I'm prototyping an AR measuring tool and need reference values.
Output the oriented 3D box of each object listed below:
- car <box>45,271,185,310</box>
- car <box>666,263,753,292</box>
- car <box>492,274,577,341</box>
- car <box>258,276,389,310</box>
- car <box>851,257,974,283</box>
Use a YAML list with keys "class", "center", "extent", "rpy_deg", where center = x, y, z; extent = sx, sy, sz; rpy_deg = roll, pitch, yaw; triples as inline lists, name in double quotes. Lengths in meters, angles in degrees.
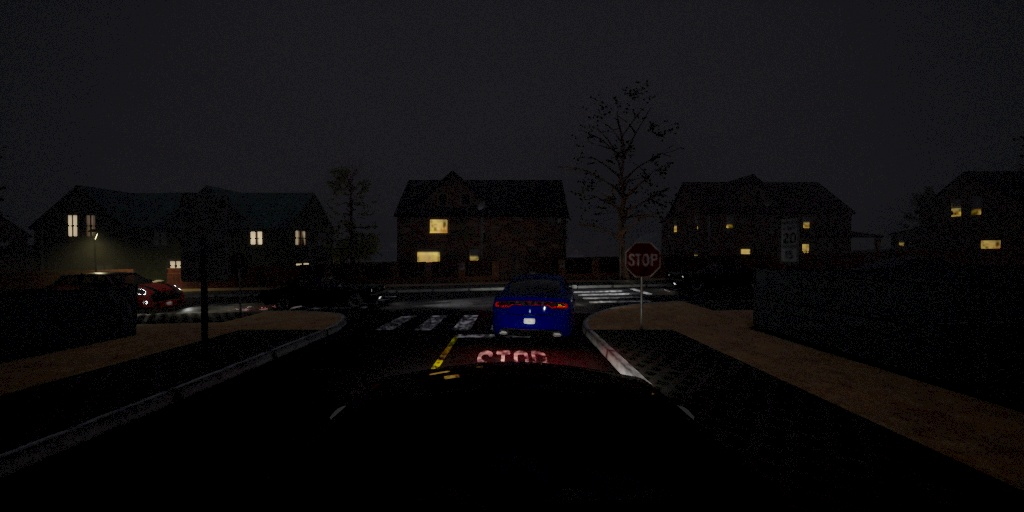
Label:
- class: "car"
  center: [-16.802, 1.471, 15.212]
  extent: [4.553, 1.767, 2.097]
  rpy_deg: [-1, 1, 0]
- class: "car"
  center: [10.407, 1.034, 18.152]
  extent: [4.718, 1.301, 1.895]
  rpy_deg: [-1, 1, -1]
- class: "car"
  center: [0.784, 1.226, 10.015]
  extent: [1.882, 1.535, 5.008]
  rpy_deg: [0, 0, 10]
- class: "car"
  center: [-7.814, 1.506, 15.222]
  extent: [4.718, 1.301, 1.895]
  rpy_deg: [-1, 1, 0]
- class: "car"
  center: [20.053, 0.753, 18.190]
  extent: [5.357, 1.411, 2.033]
  rpy_deg: [-1, 1, 0]
